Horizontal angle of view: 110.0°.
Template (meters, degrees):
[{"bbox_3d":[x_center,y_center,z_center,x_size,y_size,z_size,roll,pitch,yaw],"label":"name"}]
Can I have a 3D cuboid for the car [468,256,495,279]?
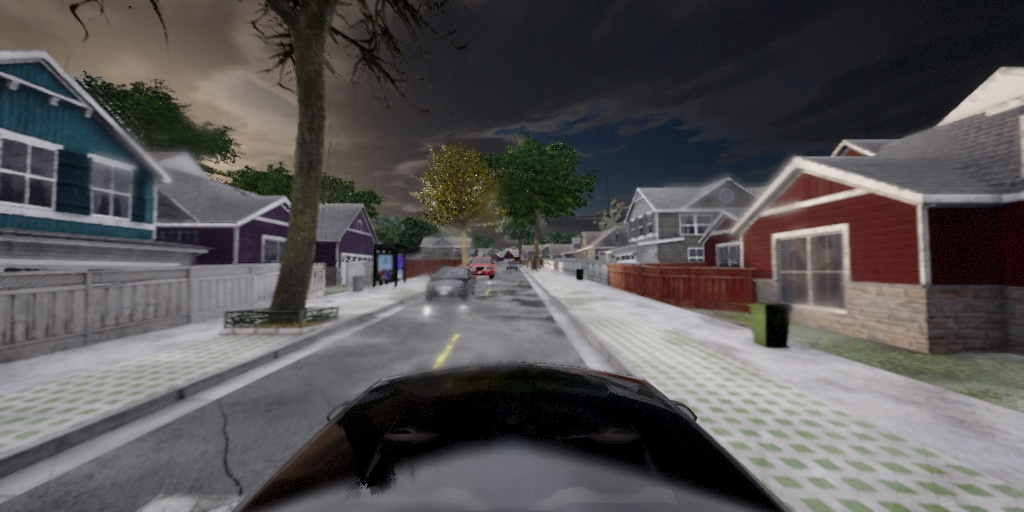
[{"bbox_3d":[-2.753,1.059,33.463,2.150,2.045,5.566,0,0,0],"label":"car"}]

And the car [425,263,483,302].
[{"bbox_3d":[-2.793,1.269,17.221,2.128,1.511,4.902,0,0,1],"label":"car"}]

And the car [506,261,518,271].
[{"bbox_3d":[-0.004,1.548,56.519,2.033,1.411,5.357,0,0,0],"label":"car"}]
